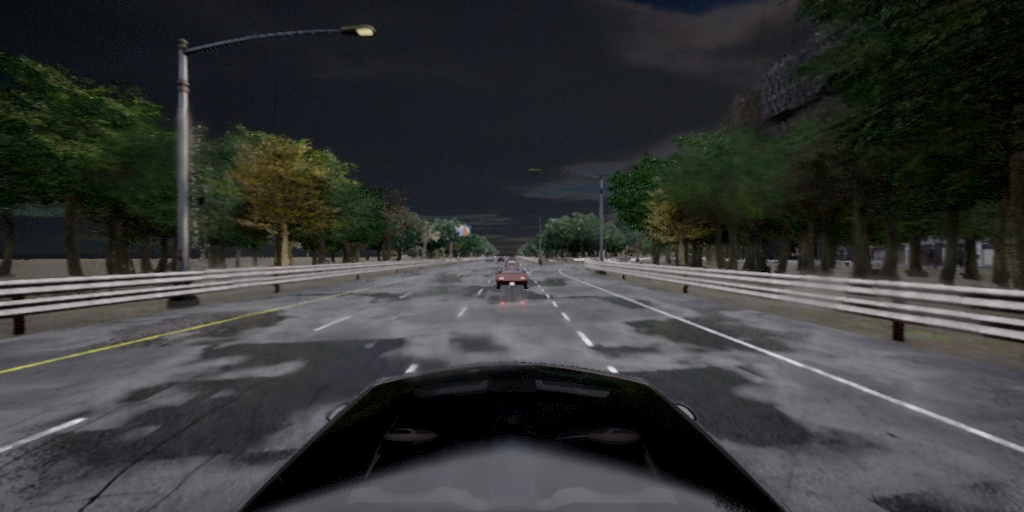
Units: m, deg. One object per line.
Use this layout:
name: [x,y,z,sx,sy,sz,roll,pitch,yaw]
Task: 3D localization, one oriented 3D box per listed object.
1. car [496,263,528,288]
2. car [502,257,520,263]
car: [0.011,1.301,22.790,1.895,1.301,4.718,0,0,0]
car: [0.021,1.170,46.953,1.812,1.442,4.674,0,0,0]
